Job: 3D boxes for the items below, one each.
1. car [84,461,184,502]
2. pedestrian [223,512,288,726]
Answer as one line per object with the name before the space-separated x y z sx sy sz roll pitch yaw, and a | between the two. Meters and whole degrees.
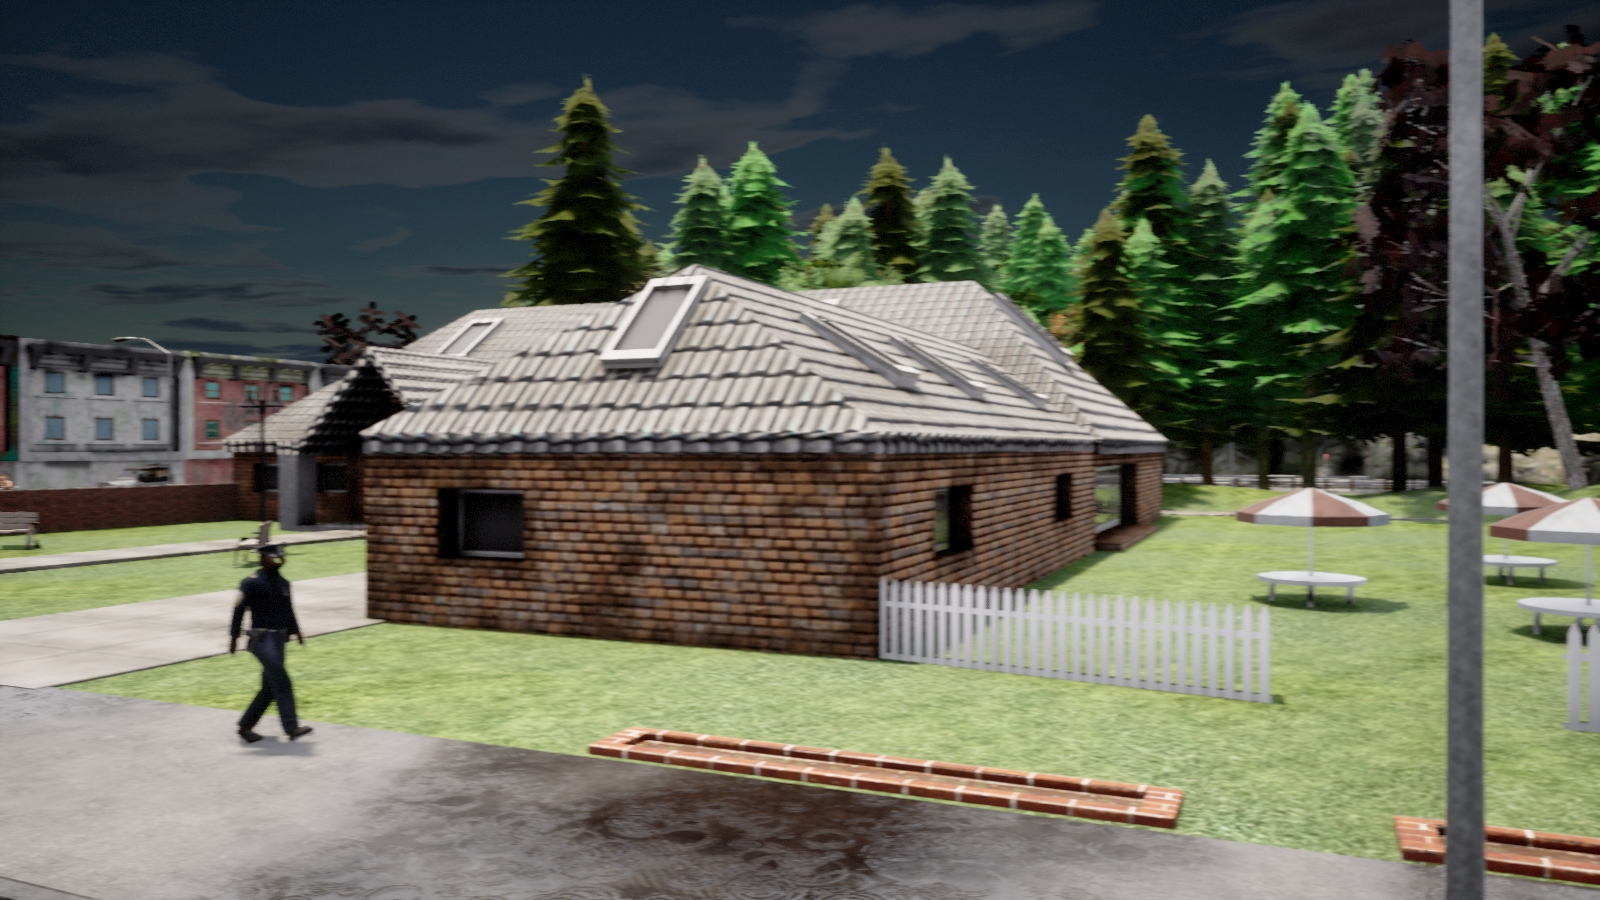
car | -32.470 1.508 55.798 1.905 1.878 3.866 0 0 24
pedestrian | -4.913 1.500 10.316 0.375 1.860 0.375 0 0 24
